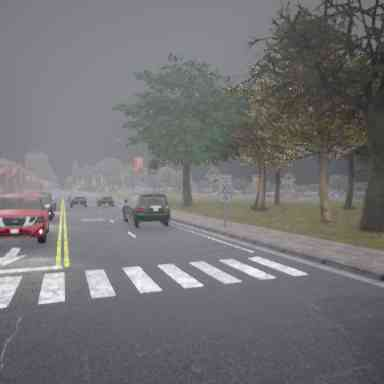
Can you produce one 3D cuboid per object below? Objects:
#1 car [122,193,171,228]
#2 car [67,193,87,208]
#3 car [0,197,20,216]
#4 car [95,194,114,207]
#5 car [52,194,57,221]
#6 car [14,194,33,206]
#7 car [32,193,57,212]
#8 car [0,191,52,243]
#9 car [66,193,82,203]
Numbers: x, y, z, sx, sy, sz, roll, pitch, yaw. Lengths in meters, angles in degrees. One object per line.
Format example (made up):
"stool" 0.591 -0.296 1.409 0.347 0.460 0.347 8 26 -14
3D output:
"car" -3.063 1.080 21.612 2.150 2.045 5.566 0 1 -21
"car" -13.959 1.067 40.704 1.837 1.490 4.892 0 -1 -21
"car" -16.814 1.234 29.656 2.033 1.411 5.357 0 1 -20
"car" -11.213 1.063 42.613 1.837 1.490 4.892 0 1 -21
"car" -11.527 0.996 24.956 2.150 2.045 5.566 0 1 -21
"car" -22.689 0.977 44.941 1.837 1.490 4.892 0 0 -21
"car" -15.203 0.987 34.540 2.097 1.767 4.553 0 1 -21
"car" -7.801 1.119 15.287 2.150 2.045 5.566 0 0 -22
"car" -18.952 0.879 53.293 2.128 1.511 4.902 0 1 -21
